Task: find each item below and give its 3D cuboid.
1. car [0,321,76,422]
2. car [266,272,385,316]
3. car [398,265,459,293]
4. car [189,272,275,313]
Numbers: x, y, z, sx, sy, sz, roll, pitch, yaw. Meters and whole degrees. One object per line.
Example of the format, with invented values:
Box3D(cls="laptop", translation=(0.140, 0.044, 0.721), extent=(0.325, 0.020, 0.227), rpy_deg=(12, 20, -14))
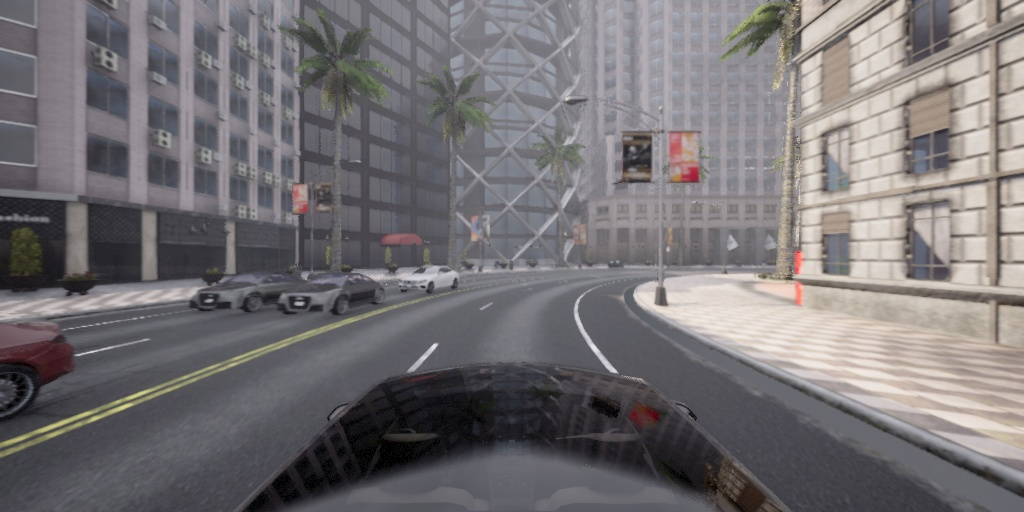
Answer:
Box3D(cls="car", translation=(-7.007, 1.274, 3.023), extent=(1.812, 1.442, 4.674), rpy_deg=(0, 0, 1))
Box3D(cls="car", translation=(-6.452, 1.314, 13.279), extent=(1.994, 1.385, 4.181), rpy_deg=(0, 0, 7))
Box3D(cls="car", translation=(-4.654, 1.277, 20.856), extent=(1.812, 1.442, 4.674), rpy_deg=(0, 0, 18))
Box3D(cls="car", translation=(-9.886, 1.313, 13.985), extent=(1.994, 1.385, 4.181), rpy_deg=(0, 0, 8))
